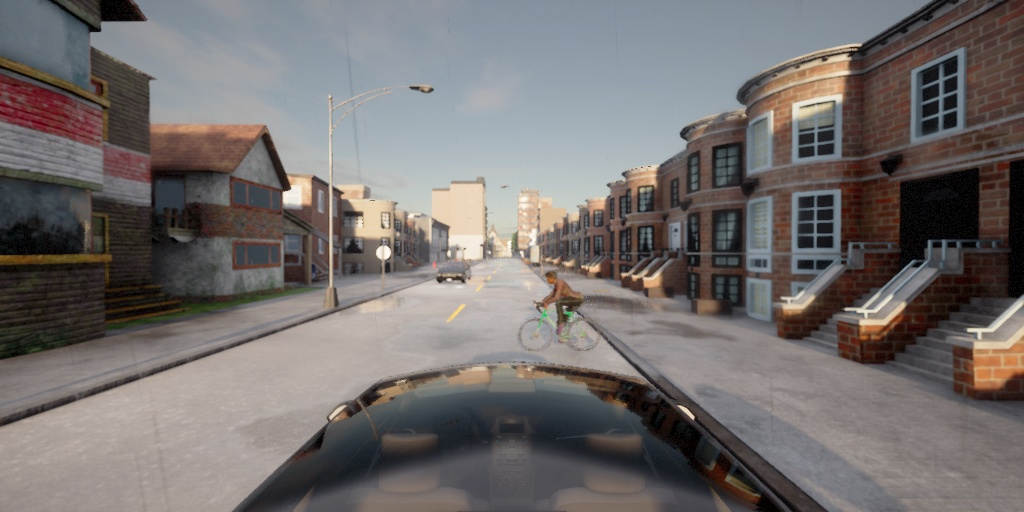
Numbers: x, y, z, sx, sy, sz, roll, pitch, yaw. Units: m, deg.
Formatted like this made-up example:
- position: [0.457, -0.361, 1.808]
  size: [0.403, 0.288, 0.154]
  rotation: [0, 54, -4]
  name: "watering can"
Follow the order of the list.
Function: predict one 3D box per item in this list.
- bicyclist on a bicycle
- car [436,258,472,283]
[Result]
- position: [0.950, 1.119, 7.181]
  size: [1.656, 1.620, 0.582]
  rotation: [-1, 1, 0]
  name: "bicyclist on a bicycle"
- position: [-3.937, 1.069, 25.129]
  size: [2.033, 1.411, 5.357]
  rotation: [0, 1, 0]
  name: "car"
